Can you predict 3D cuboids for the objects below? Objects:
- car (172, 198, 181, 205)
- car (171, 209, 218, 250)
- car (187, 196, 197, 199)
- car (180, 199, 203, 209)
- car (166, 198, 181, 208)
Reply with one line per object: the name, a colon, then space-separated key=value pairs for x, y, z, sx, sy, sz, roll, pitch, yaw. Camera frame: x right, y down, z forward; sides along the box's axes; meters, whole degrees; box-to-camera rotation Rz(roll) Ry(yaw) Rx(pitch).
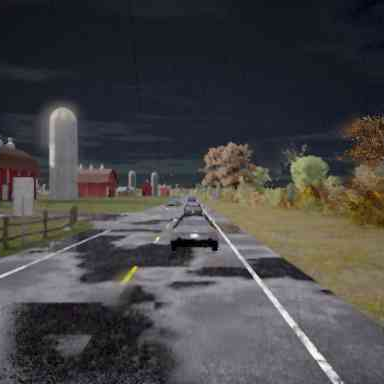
car: x=-3.488 y=2.139 z=74.677 sx=1.837 sy=1.490 sz=4.892 roll=0 pitch=0 yaw=0
car: x=0.101 y=1.694 z=14.973 sx=1.994 sy=1.385 sz=4.181 roll=0 pitch=0 yaw=0
car: x=0.013 y=1.928 z=83.117 sx=2.150 sy=2.045 sz=5.566 roll=0 pitch=0 yaw=0
car: x=0.118 y=1.787 z=35.522 sx=2.128 sy=1.511 sz=4.902 roll=1 pitch=0 yaw=0
car: x=-3.545 y=2.069 z=58.907 sx=1.994 sy=1.385 sz=4.181 roll=0 pitch=0 yaw=0
